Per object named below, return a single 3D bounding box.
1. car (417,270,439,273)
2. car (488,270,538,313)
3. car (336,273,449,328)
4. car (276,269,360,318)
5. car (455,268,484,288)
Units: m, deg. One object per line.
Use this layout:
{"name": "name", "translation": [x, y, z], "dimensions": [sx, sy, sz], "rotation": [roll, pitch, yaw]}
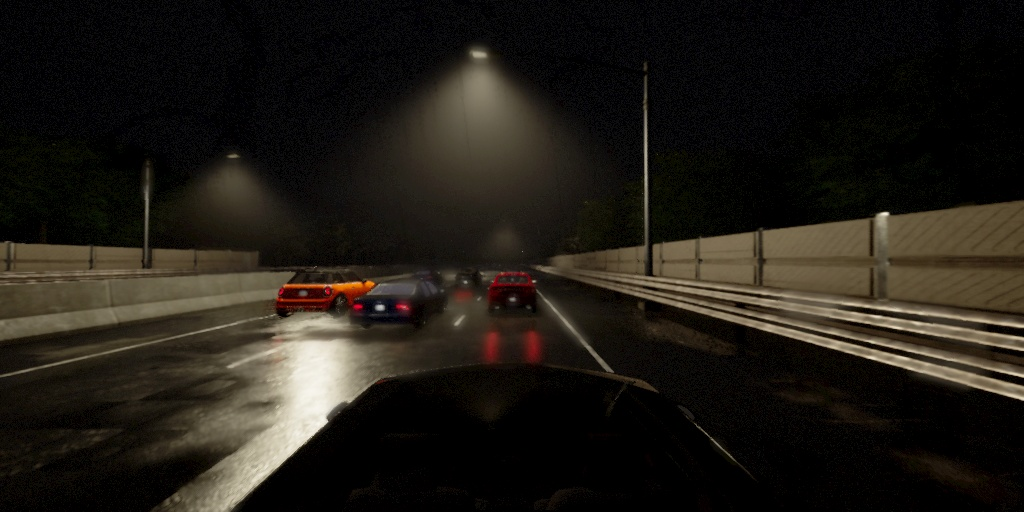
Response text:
{"name": "car", "translation": [-6.949, 1.795, 29.337], "dimensions": [1.994, 1.385, 4.181], "rotation": [0, -1, 0]}
{"name": "car", "translation": [0.055, 1.444, 15.297], "dimensions": [1.882, 1.535, 5.008], "rotation": [0, -1, 0]}
{"name": "car", "translation": [-3.475, 1.457, 11.995], "dimensions": [2.033, 1.411, 5.357], "rotation": [0, -1, 1]}
{"name": "car", "translation": [-6.953, 1.297, 14.100], "dimensions": [2.097, 1.767, 4.553], "rotation": [0, -1, 1]}
{"name": "car", "translation": [-3.451, 1.734, 29.194], "dimensions": [1.837, 1.490, 4.892], "rotation": [0, -1, 0]}
